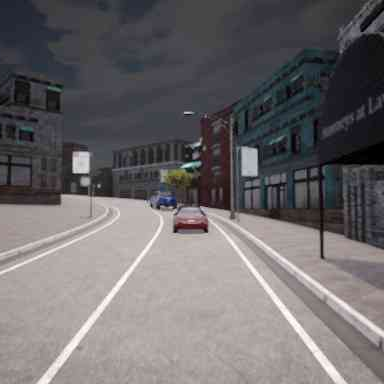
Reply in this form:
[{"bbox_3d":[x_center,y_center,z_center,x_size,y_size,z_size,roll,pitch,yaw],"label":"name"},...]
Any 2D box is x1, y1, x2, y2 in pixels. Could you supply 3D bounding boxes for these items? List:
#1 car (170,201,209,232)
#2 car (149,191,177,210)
[{"bbox_3d":[-0.140,1.477,19.599,1.994,1.385,4.181,0,1,-3],"label":"car"},{"bbox_3d":[-3.350,0.880,37.951,2.150,2.045,5.566,1,1,-19],"label":"car"}]
